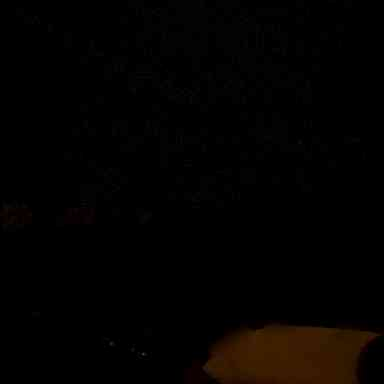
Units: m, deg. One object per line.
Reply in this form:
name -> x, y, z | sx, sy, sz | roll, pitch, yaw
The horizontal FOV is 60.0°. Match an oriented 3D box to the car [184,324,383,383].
car -> 2.420, 1.602, 2.224 | 5.366, 1.575, 1.801 | -1, -3, 36
